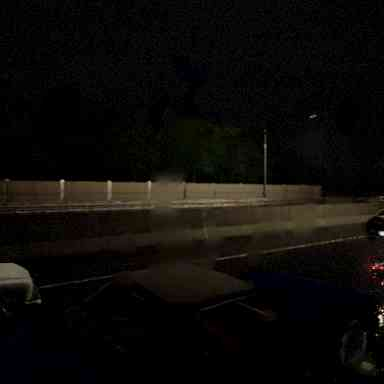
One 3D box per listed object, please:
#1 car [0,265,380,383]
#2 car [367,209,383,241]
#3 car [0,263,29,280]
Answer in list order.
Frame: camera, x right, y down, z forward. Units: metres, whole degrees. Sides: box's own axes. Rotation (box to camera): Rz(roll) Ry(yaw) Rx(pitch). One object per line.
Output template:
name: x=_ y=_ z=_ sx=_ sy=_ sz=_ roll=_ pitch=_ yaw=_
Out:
car: x=0.195 y=1.587 z=3.885 sx=4.718 sy=1.301 sz=1.895 roll=0 pitch=0 yaw=-35
car: x=9.773 y=1.439 z=15.014 sx=4.892 sy=1.490 sz=1.837 roll=0 pitch=0 yaw=-36
car: x=-4.759 y=1.609 z=4.651 sx=4.718 sy=1.301 sz=1.895 roll=0 pitch=0 yaw=-35
